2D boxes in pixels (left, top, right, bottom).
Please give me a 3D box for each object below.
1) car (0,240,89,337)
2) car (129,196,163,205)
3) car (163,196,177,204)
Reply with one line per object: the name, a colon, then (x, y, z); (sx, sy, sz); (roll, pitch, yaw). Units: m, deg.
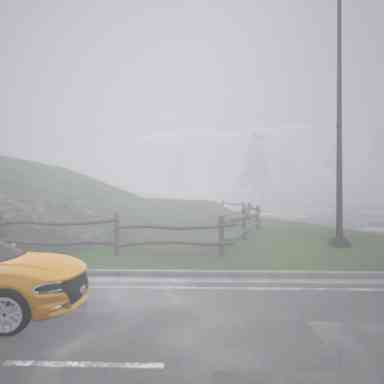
car: (-4.462, 1.478, 6.093); (5.008, 1.535, 1.882); (0, 0, 2)
car: (-8.452, 1.486, 61.473); (4.902, 1.511, 2.128); (0, 0, 25)
car: (-5.186, 1.519, 63.790); (4.674, 1.442, 1.812); (0, 0, 27)
